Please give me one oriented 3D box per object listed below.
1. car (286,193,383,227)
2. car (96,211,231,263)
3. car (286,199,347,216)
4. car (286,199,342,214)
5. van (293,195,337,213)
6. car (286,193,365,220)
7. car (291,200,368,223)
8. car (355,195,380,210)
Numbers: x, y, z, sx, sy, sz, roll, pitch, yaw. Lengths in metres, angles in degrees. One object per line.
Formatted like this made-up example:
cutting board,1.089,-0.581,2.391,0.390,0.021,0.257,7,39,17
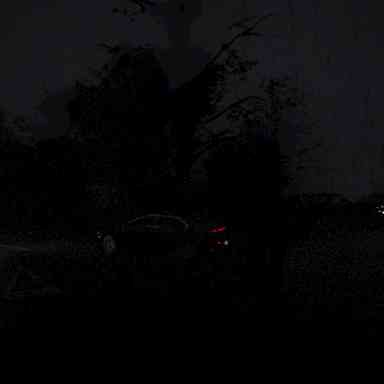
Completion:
car,8.956,1.085,21.376,5.566,2.045,2.435,-1,0,16
car,-1.105,1.420,11.566,4.902,1.511,2.128,-1,1,25
car,11.871,1.441,32.168,5.366,1.575,1.946,-1,-1,16
car,12.620,1.484,34.721,5.366,1.575,1.946,-1,-1,16
van,13.694,1.309,37.321,4.442,1.987,1.878,-1,-1,16
car,10.467,1.119,26.625,5.566,2.045,2.435,-1,0,16
car,9.675,1.352,23.945,4.892,1.521,2.231,-1,0,16
car,25.801,1.584,49.040,2.150,2.045,5.566,-1,-2,16
